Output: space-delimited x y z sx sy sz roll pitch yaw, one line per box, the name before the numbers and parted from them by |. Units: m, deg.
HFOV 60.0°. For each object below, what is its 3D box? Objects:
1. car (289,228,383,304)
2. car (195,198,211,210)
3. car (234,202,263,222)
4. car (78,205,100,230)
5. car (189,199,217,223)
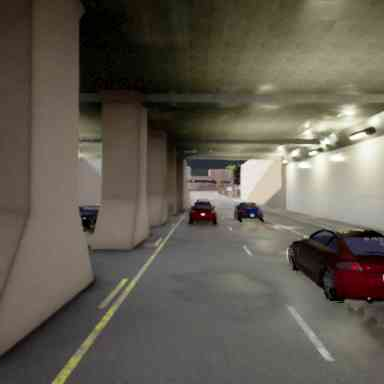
car | 3.814 1.575 8.248 1.994 1.385 4.181 1 0 2
car | 1.374 1.486 42.432 1.895 1.301 4.718 1 0 2
car | 4.366 1.489 25.989 1.812 1.442 4.674 1 0 2
car | -6.515 1.478 20.318 1.895 1.301 4.718 1 0 2
car | 0.817 1.497 24.833 1.994 1.385 4.181 1 0 2
